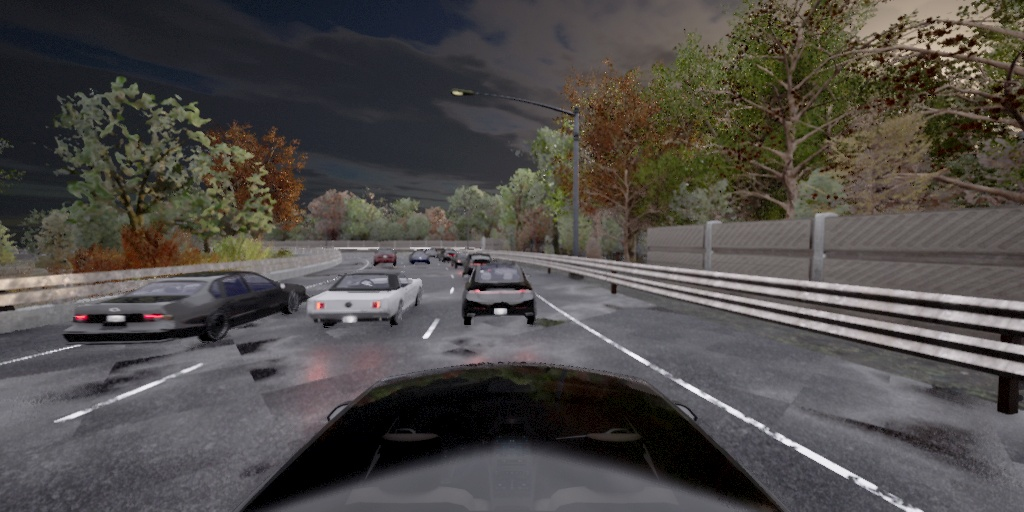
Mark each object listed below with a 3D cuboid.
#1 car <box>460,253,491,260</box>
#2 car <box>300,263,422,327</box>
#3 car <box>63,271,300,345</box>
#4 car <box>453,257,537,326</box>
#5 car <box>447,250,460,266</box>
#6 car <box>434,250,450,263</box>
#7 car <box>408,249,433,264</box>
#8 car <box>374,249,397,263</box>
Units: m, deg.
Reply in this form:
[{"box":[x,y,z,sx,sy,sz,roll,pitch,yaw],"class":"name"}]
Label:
[{"box":[-2.187,0.578,23.284,1.837,1.490,4.892,0,2,-10],"class":"car"},{"box":[-3.878,1.082,10.404,1.895,1.301,4.718,0,2,-4],"class":"car"},{"box":[-7.237,1.080,8.888,2.033,1.411,5.357,0,2,-4],"class":"car"},{"box":[-0.425,0.965,10.526,2.128,1.511,4.902,0,2,-4],"class":"car"},{"box":[-4.466,0.385,32.559,1.895,1.301,4.718,-1,2,-15],"class":"car"},{"box":[-7.480,0.003,41.800,1.837,1.490,4.892,-1,2,-20],"class":"car"},{"box":[-10.466,0.117,40.152,1.994,1.385,4.181,-1,2,-20],"class":"car"},{"box":[-12.957,0.016,36.738,2.097,1.767,4.553,-1,2,-18],"class":"car"}]
